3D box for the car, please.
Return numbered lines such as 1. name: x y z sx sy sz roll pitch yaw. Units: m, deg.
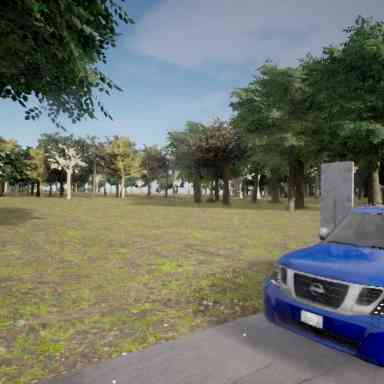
1. car: 3.736 1.227 5.738 5.566 2.045 2.150 0 0 -36
